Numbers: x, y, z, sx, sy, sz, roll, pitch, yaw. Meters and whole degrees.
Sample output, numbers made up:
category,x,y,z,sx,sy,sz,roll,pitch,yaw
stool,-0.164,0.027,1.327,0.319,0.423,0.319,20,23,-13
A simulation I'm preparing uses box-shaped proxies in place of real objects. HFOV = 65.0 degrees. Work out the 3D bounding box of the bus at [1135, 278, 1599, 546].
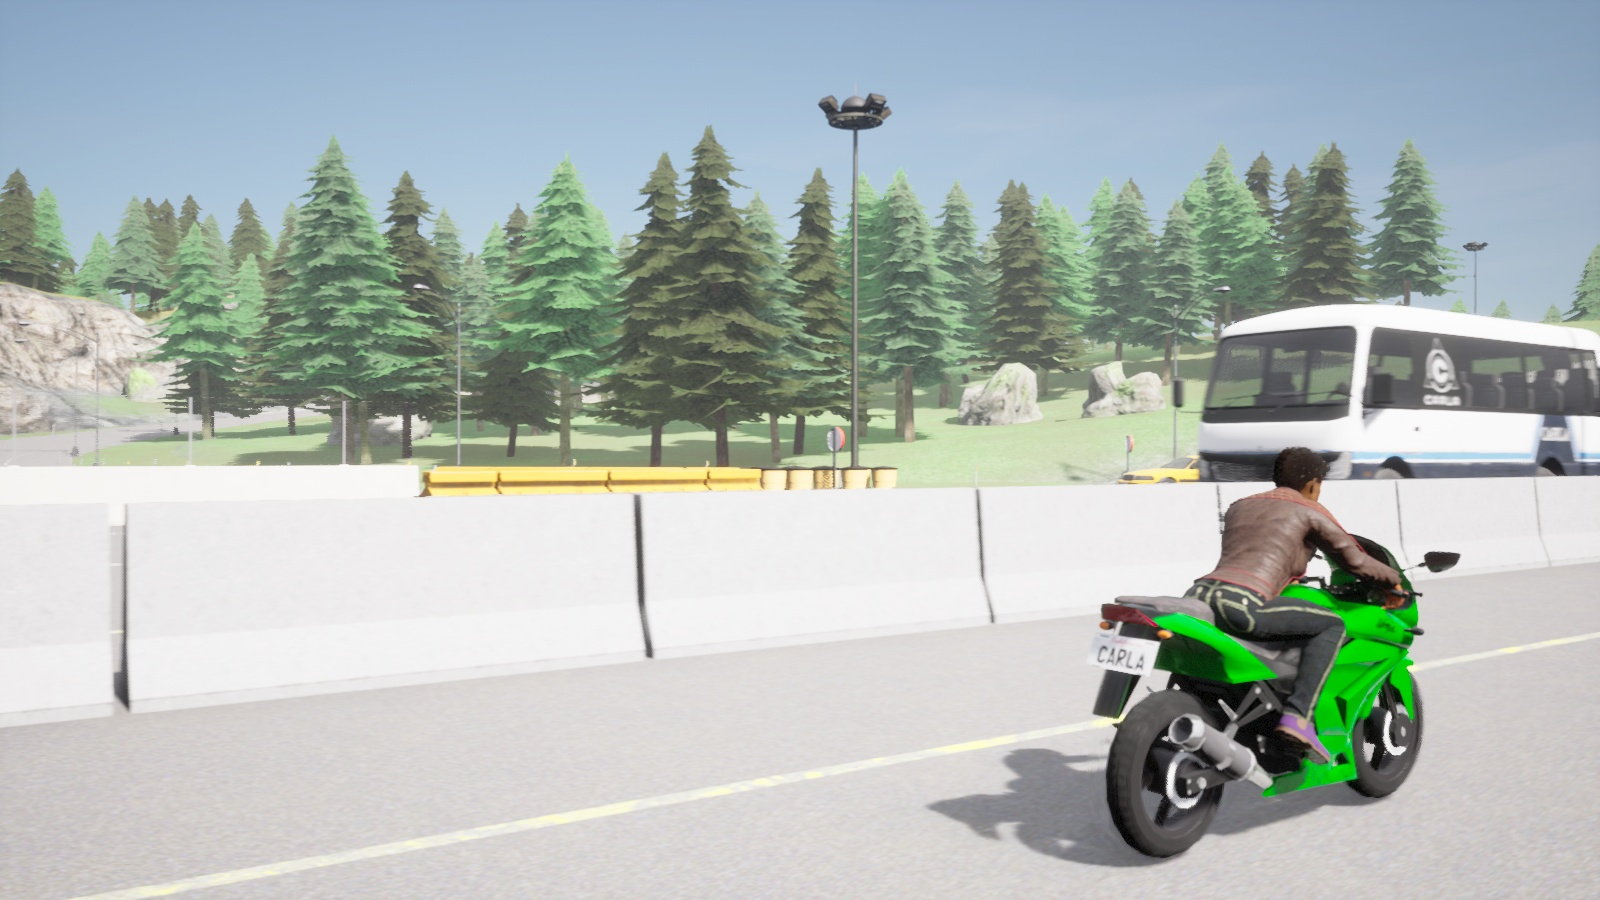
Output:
category,x,y,z,sx,sy,sz,roll,pitch,yaw
bus,11.525,-0.596,24.479,10.273,4.253,3.944,0,0,-35

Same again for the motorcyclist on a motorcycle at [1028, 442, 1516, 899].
category,x,y,z,sx,sy,sz,roll,pitch,yaw
motorcyclist on a motorcycle,1.932,0.735,5.003,2.044,1.523,0.797,0,0,-35

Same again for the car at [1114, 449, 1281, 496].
category,x,y,z,sx,sy,sz,roll,pitch,yaw
car,13.745,0.762,43.492,5.366,1.575,1.801,0,0,-14
